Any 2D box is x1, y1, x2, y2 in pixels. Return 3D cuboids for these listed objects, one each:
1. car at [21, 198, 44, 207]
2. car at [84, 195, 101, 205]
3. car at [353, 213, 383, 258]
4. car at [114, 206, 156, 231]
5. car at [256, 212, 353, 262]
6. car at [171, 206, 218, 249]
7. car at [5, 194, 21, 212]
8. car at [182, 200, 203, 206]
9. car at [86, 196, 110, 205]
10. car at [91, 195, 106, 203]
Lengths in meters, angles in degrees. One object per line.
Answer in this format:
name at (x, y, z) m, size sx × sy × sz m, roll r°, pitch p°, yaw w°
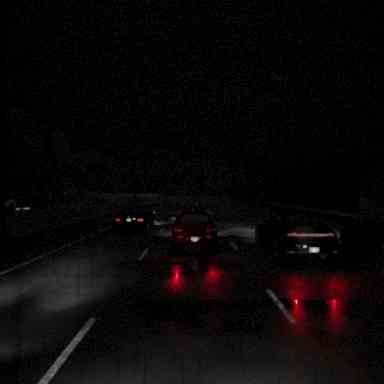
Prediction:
car at (-24.400, 1.555, 50.199) m, size 2.033 × 1.411 × 5.357 m, roll 0°, pitch 0°, yaw 2°
car at (-17.177, 1.504, 57.912) m, size 1.837 × 1.490 × 4.892 m, roll 0°, pitch 2°, yaw 2°
car at (7.099, 1.494, 11.938) m, size 2.128 × 1.511 × 4.902 m, roll 0°, pitch 0°, yaw 0°
car at (-3.402, 1.550, 20.417) m, size 2.033 × 1.411 × 5.357 m, roll 0°, pitch 0°, yaw 0°
car at (3.601, 1.493, 12.211) m, size 2.128 × 1.511 × 4.902 m, roll 0°, pitch 0°, yaw 0°
car at (0.100, 1.528, 14.340) m, size 1.812 × 1.442 × 4.674 m, roll 0°, pitch 0°, yaw 0°
car at (-21.086, 1.228, 35.526) m, size 2.150 × 2.045 × 5.566 m, roll 0°, pitch 0°, yaw 0°
car at (0.093, 1.483, 32.499) m, size 1.882 × 1.535 × 5.008 m, roll 0°, pitch 0°, yaw 0°
car at (-13.913, 1.608, 50.130) m, size 1.895 × 1.301 × 4.718 m, roll 0°, pitch 0°, yaw 2°
car at (-20.349, 1.509, 72.591) m, size 1.837 × 1.490 × 4.892 m, roll 0°, pitch 0°, yaw 1°
